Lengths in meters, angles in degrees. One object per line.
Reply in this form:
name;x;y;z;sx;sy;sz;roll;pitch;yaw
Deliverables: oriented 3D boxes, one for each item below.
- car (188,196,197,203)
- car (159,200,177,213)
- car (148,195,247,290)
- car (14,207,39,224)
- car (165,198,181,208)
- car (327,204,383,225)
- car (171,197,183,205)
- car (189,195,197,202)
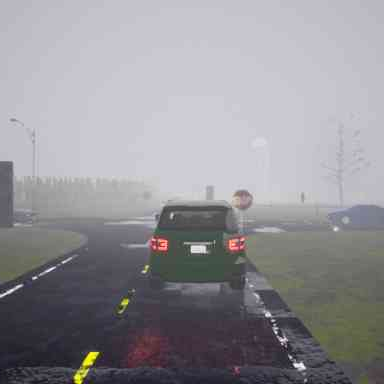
car;0.165;1.591;70.201;1.812;1.442;4.674;0;0;0
car;-2.731;1.622;38.874;1.895;1.301;4.718;0;0;-1
car;0.108;1.222;9.220;2.150;2.045;5.566;0;0;0
car;-13.392;1.393;22.531;5.357;1.411;2.033;1;1;-3
car;-2.709;1.597;48.831;1.994;1.385;4.181;0;0;1
car;12.930;1.671;25.380;5.008;1.535;1.882;1;1;0
car;-2.652;1.578;60.418;1.812;1.442;4.674;0;0;1
car;0.184;1.496;80.204;1.882;1.535;5.008;0;0;0
